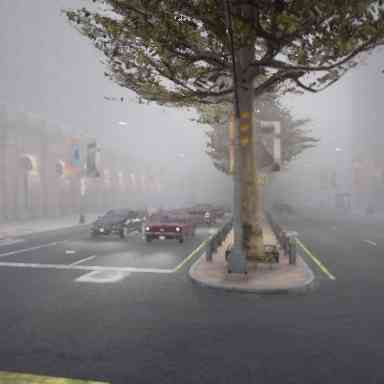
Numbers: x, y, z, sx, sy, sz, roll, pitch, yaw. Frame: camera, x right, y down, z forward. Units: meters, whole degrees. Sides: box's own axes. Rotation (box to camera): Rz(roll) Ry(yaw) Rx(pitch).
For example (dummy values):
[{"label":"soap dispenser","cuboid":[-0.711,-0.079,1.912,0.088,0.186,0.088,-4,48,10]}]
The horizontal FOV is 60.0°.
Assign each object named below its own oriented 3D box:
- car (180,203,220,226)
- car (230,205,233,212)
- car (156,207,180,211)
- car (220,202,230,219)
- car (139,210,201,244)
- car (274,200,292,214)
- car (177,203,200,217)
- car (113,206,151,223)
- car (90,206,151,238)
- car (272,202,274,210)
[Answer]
[{"label":"car","cuboid":[0.736,1.710,26.445,2.097,1.767,4.553,0,-1,11]},{"label":"car","cuboid":[4.508,2.154,45.947,1.812,1.442,4.674,0,-1,11]},{"label":"car","cuboid":[-2.313,1.986,29.143,1.895,1.301,4.718,0,-1,11]},{"label":"car","cuboid":[2.535,2.036,35.843,2.033,1.411,5.357,0,-1,11]},{"label":"car","cuboid":[-0.966,1.835,17.549,1.895,1.301,4.718,0,-1,11]},{"label":"car","cuboid":[12.695,2.155,45.875,1.837,1.490,4.892,0,-1,11]},{"label":"car","cuboid":[-0.375,2.050,39.187,1.812,1.442,4.674,0,-1,11]},{"label":"car","cuboid":[-5.318,1.986,30.199,1.895,1.301,4.718,0,-1,11]},{"label":"car","cuboid":[-4.170,1.755,19.436,1.837,1.490,4.892,0,-1,11]},{"label":"car","cuboid":[14.647,2.144,56.081,2.097,1.767,4.553,0,-1,11]}]
